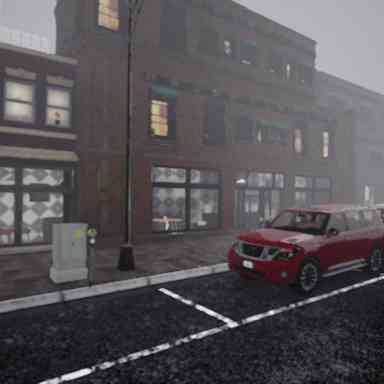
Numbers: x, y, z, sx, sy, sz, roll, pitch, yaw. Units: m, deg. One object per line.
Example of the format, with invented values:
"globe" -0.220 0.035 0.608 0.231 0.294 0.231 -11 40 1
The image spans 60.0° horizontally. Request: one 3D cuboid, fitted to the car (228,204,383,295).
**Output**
"car" 3.307 1.294 8.901 5.009 1.841 2.192 0 1 -36
